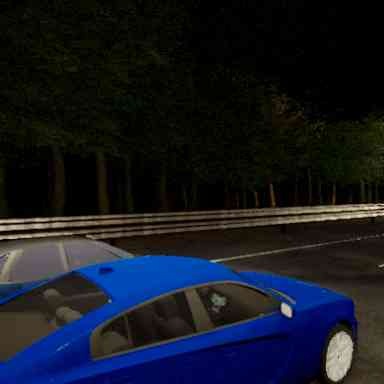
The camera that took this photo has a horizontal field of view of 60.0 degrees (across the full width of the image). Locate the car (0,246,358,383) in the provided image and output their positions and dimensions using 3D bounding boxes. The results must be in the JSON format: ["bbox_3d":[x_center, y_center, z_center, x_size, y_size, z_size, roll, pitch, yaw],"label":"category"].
[{"bbox_3d":[-0.145,1.478,3.643,5.008,1.535,1.882,0,0,-35],"label":"car"}]

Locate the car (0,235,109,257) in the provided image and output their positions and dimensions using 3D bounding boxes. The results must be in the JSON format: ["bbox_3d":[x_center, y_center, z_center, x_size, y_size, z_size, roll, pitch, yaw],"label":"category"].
[{"bbox_3d":[-2.455,1.548,6.294,5.357,1.411,2.033,0,0,-35],"label":"car"}]
